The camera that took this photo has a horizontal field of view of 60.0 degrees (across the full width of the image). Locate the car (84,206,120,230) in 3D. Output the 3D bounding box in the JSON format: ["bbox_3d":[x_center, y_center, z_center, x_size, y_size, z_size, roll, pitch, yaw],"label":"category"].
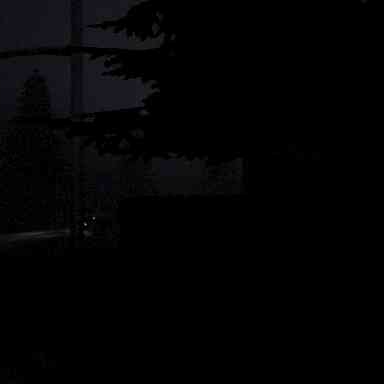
[{"bbox_3d":[-4.994,1.586,21.389,1.895,1.301,4.718,0,0,36],"label":"car"}]
